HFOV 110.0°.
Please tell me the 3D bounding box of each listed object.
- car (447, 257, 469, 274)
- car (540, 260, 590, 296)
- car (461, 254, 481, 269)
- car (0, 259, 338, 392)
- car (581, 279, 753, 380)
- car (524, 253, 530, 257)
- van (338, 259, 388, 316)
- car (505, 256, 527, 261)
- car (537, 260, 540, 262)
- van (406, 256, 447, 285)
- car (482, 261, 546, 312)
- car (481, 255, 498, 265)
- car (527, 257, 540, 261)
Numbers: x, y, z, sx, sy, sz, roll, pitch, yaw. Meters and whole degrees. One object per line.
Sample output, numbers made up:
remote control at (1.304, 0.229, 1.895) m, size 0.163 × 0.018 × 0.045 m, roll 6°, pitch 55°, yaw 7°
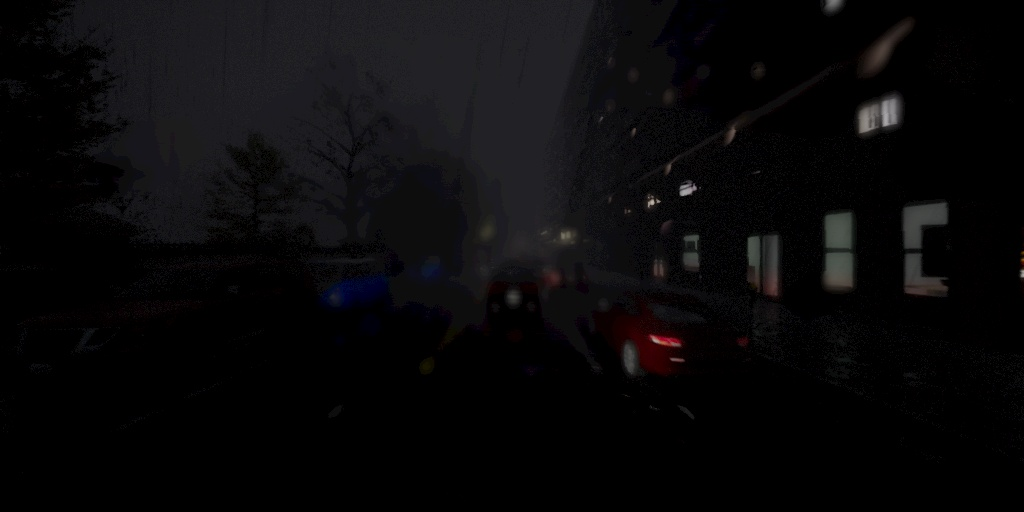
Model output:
car at (-5.694, 1.018, 35.004) m, size 1.948 × 1.339 × 4.313 m, roll 0°, pitch 0°, yaw 0°
car at (2.688, 1.043, 18.115) m, size 1.967 × 1.591 × 4.097 m, roll 0°, pitch 0°, yaw 0°
car at (-5.695, 0.670, 46.263) m, size 2.192 × 1.841 × 5.009 m, roll 0°, pitch 0°, yaw 0°
car at (-5.690, 1.018, 6.853) m, size 2.192 × 1.841 × 5.009 m, roll 0°, pitch 0°, yaw 0°
car at (2.690, 1.286, 6.853) m, size 1.802 × 1.307 × 4.207 m, roll 0°, pitch 0°, yaw 0°
car at (2.685, 0.796, 46.264) m, size 1.967 × 1.591 × 4.097 m, roll 0°, pitch 0°, yaw 0°
van at (-5.691, 0.994, 12.483) m, size 1.690 × 1.789 × 3.998 m, roll 0°, pitch 0°, yaw 0°
car at (0.064, 1.009, 29.302) m, size 1.837 × 1.490 × 4.892 m, roll 0°, pitch 1°, yaw 0°
car at (2.688, 1.134, 23.745) m, size 1.802 × 1.307 × 4.207 m, roll 0°, pitch 0°, yaw 0°
van at (-5.693, 0.893, 23.744) m, size 1.690 × 1.789 × 3.998 m, roll 0°, pitch 0°, yaw 0°
car at (0.061, 1.120, 13.706) m, size 1.882 × 1.535 × 5.008 m, roll 0°, pitch 1°, yaw 0°
car at (-3.084, 0.662, 51.748) m, size 2.097 × 1.767 × 4.553 m, roll 0°, pitch 0°, yaw 0°
car at (2.686, 1.018, 35.005) m, size 1.948 × 1.339 × 4.313 m, roll 0°, pitch 0°, yaw 0°
